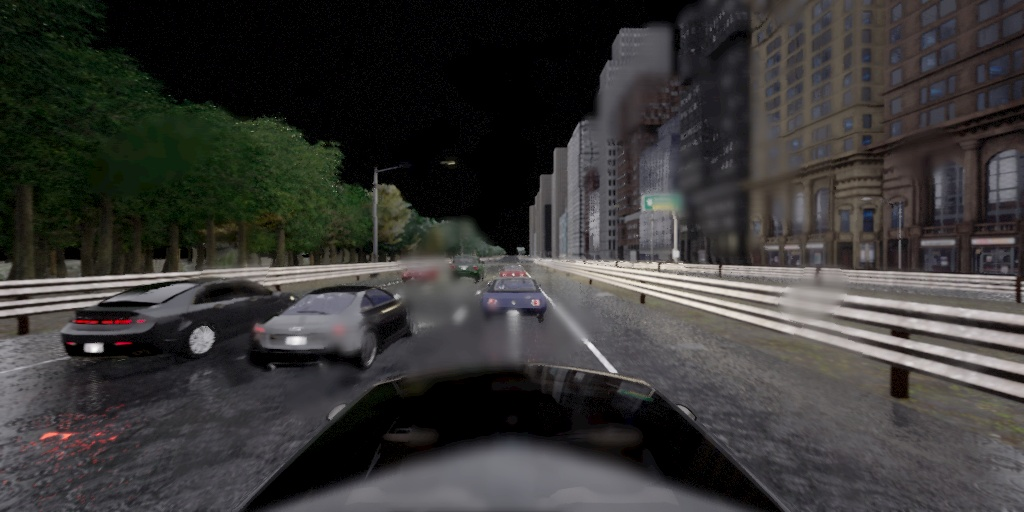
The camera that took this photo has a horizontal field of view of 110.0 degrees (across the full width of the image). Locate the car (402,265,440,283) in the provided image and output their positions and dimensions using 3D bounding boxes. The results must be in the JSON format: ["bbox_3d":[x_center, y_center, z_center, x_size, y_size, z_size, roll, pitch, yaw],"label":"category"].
[{"bbox_3d":[-6.912,1.367,27.678,1.895,1.301,4.718,0,0,0],"label":"car"}]

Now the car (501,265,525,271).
[{"bbox_3d":[0.089,1.368,27.624,1.895,1.301,4.718,0,0,0],"label":"car"}]

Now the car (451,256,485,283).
[{"bbox_3d":[-3.409,0.989,28.180,2.150,2.045,5.566,0,0,0],"label":"car"}]

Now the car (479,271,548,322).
[{"bbox_3d":[0.091,1.355,12.373,1.895,1.301,4.718,0,0,0],"label":"car"}]

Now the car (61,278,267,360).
[{"bbox_3d":[-6.921,1.259,8.367,1.837,1.490,4.892,0,0,0],"label":"car"}]

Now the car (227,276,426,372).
[{"bbox_3d":[-3.423,1.316,7.718,1.994,1.385,4.181,0,0,0],"label":"car"}]
